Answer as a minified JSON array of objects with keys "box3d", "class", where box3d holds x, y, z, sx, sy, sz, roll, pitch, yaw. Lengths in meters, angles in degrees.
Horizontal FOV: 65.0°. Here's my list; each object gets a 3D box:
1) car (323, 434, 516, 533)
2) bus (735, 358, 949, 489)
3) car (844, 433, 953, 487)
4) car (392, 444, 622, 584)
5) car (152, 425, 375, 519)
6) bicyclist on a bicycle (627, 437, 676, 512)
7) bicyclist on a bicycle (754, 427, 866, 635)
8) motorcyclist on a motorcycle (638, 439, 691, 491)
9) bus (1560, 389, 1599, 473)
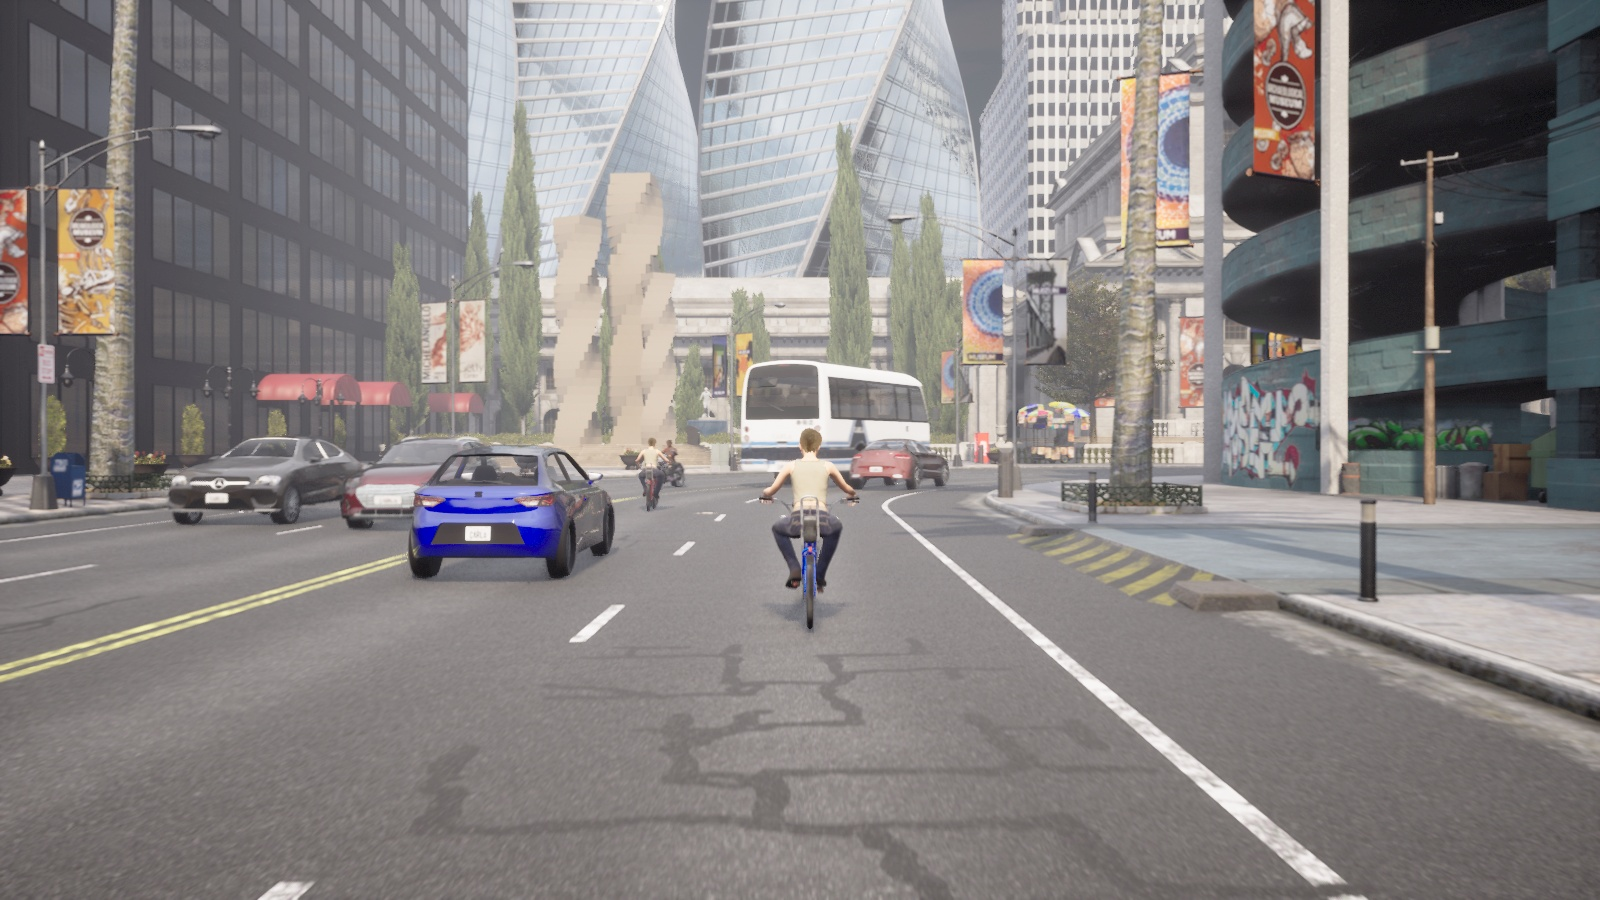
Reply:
[{"box3d":[-6.849,0.540,23.229,2.033,1.649,4.856,0,0,1],"class":"car"},{"box3d":[1.879,-0.890,46.409,3.944,4.253,10.273,0,0,27],"class":"bus"},{"box3d":[3.356,0.293,41.574,2.152,1.651,5.027,0,0,22],"class":"car"},{"box3d":[-3.397,0.671,15.373,1.816,1.474,4.193,0,0,0],"class":"car"},{"box3d":[-10.339,0.377,24.717,2.152,1.651,5.027,0,0,1],"class":"car"},{"box3d":[-3.268,0.524,27.807,0.866,1.612,1.509,0,0,1],"class":"bicyclist on a bicycle"},{"box3d":[0.080,0.624,10.469,0.866,1.612,1.509,0,0,0],"class":"bicyclist on a bicycle"},{"box3d":[-4.412,0.462,41.026,0.766,1.649,2.350,0,1,20],"class":"motorcyclist on a motorcycle"},{"box3d":[45.579,-0.959,64.856,10.273,4.253,3.944,0,0,0],"class":"bus"}]
